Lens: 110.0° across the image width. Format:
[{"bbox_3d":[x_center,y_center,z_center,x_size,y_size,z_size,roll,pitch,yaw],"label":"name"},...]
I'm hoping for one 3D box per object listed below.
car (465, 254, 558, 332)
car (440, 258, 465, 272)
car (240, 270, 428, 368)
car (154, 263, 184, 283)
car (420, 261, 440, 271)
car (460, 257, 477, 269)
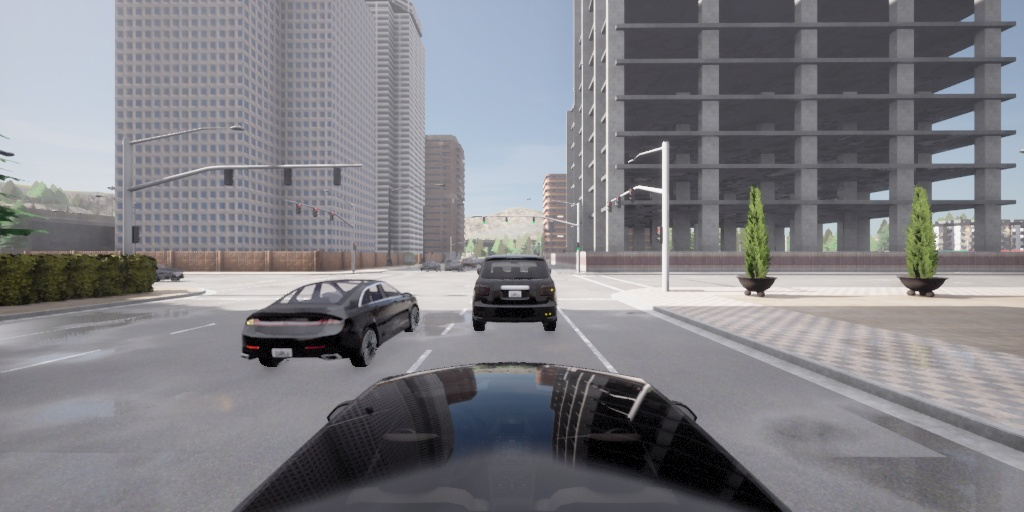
[{"bbox_3d":[0.071,0.972,10.955,2.150,2.045,5.566,0,0,0],"label":"car"},{"bbox_3d":[-7.286,1.255,45.128,1.837,1.490,4.892,0,0,0],"label":"car"},{"bbox_3d":[-3.443,1.242,7.830,2.128,1.511,4.902,0,0,1],"label":"car"},{"bbox_3d":[-28.045,1.241,27.504,4.902,1.511,2.128,0,0,0],"label":"car"},{"bbox_3d":[-10.764,1.314,47.426,1.994,1.385,4.181,0,0,1],"label":"car"},{"bbox_3d":[-7.025,1.104,57.793,2.097,1.767,4.553,0,0,1],"label":"car"}]
